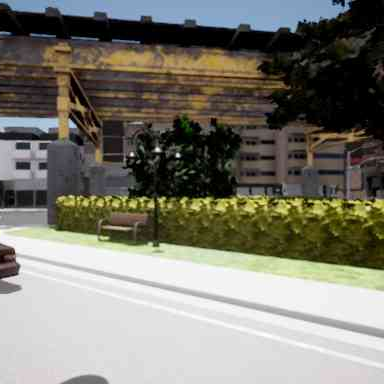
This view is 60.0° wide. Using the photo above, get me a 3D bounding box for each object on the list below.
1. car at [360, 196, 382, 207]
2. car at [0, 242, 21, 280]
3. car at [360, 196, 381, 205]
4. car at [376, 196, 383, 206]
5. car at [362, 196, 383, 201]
[{"bbox_3d":[27.917,1.461,52.105,2.038,1.542,4.974,0,0,16],"label":"car"},{"bbox_3d":[-6.554,1.555,8.630,5.357,1.411,2.033,0,0,36],"label":"car"},{"bbox_3d":[27.931,1.303,52.155,1.853,1.218,4.536,0,0,16],"label":"car"},{"bbox_3d":[32.075,1.458,52.443,2.038,1.542,4.974,0,0,-29],"label":"car"},{"bbox_3d":[21.928,1.445,37.378,4.902,1.511,2.128,0,0,-9],"label":"car"}]
